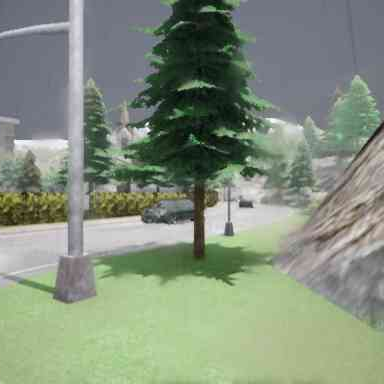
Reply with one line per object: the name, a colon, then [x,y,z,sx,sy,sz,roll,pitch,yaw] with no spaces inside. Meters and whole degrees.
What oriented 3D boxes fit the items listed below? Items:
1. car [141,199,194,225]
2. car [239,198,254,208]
car: [-1.514,1.287,23.409,2.097,1.767,4.553,0,0,32]
car: [7.396,1.513,45.197,1.895,1.301,4.718,0,0,11]
